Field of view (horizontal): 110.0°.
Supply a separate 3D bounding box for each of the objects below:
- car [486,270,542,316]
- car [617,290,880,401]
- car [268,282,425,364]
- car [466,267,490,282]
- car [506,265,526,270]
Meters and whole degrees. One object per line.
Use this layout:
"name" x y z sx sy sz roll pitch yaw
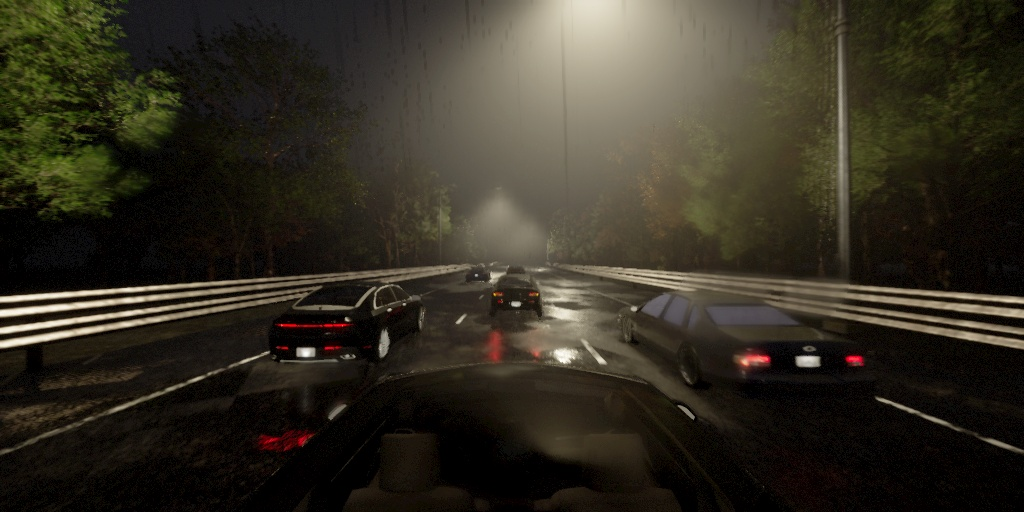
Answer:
"car" 0.146 1.441 14.107 1.812 1.442 4.674 0 -1 0
"car" 3.624 1.368 6.896 2.033 1.411 5.357 0 -1 0
"car" -3.382 1.344 8.319 1.837 1.490 4.892 0 0 0
"car" -3.138 1.741 34.065 1.994 1.385 4.181 0 -1 1
"car" 0.400 1.686 36.467 1.882 1.535 5.008 0 0 1
